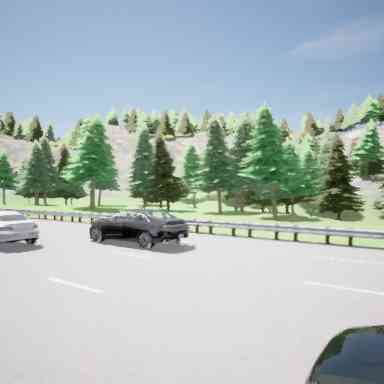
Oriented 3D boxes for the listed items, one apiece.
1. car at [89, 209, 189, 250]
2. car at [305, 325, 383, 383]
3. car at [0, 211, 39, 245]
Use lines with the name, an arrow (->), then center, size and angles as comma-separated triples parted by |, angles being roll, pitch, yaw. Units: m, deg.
car -> -2.404, 1.492, 14.305 | 4.902, 1.511, 2.128 | 0, 0, 35
car -> 2.816, 1.564, 1.983 | 4.181, 1.385, 1.994 | 0, 0, 36
car -> -8.393, 1.526, 14.277 | 4.674, 1.442, 1.812 | 0, 0, 36
